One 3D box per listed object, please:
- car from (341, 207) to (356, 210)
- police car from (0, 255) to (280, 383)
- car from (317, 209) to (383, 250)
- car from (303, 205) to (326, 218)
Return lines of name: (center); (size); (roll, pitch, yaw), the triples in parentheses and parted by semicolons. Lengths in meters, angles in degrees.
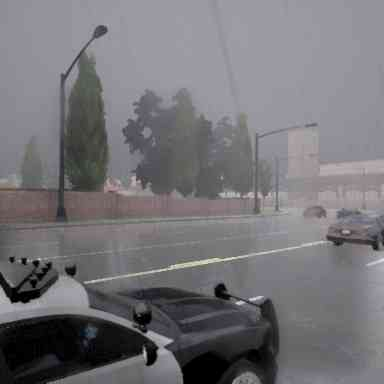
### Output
car: (17.626, 2.399, 37.480); (1.895, 1.301, 4.718); (0, -2, 34)
police car: (-1.314, 1.425, 2.822); (5.238, 1.638, 1.930); (0, 0, -36)
car: (8.007, 1.702, 15.102); (5.357, 1.411, 2.033); (2, -1, -44)
car: (14.547, 2.306, 39.188); (1.812, 1.442, 4.674); (0, -2, 34)
